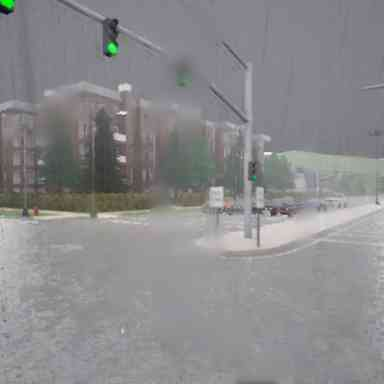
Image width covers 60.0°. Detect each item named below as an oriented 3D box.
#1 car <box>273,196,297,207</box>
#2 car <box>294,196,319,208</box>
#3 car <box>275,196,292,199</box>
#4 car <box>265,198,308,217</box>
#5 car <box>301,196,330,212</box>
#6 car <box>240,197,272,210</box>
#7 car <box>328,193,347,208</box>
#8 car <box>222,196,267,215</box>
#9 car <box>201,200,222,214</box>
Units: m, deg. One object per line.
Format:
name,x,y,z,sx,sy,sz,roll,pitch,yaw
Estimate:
car,14.095,1.382,50.228,1.882,1.535,5.008,0,0,35
car,16.335,1.415,47.350,2.128,1.511,4.902,0,0,35
car,10.314,1.428,38.780,1.837,1.490,4.892,0,0,35
car,8.715,1.544,30.410,1.895,1.301,4.718,0,0,35
car,13.916,1.468,37.817,1.812,1.442,4.674,0,0,35
car,8.089,1.396,41.694,2.128,1.511,4.902,0,0,35
car,20.027,1.162,46.498,2.150,2.045,5.566,0,0,36
car,5.082,1.276,31.317,2.097,1.767,4.553,0,0,35
car,2.889,1.257,34.275,2.097,1.767,4.553,0,0,35
